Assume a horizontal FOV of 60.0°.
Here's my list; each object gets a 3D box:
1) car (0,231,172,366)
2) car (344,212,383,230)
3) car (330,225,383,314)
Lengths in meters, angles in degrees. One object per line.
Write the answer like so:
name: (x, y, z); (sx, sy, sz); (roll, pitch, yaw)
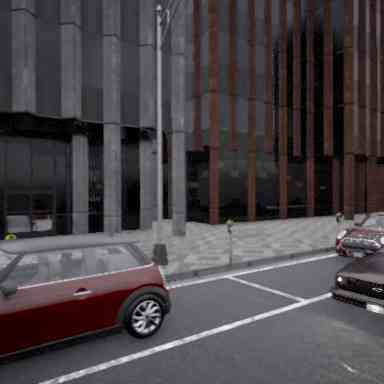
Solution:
car: (-2.416, 1.439, 4.928); (4.097, 1.590, 1.967); (0, 0, -35)
car: (6.764, 1.423, 11.473); (4.097, 1.590, 1.967); (0, 0, -35)
car: (5.210, 1.536, 7.025); (5.357, 1.411, 2.033); (0, 0, -35)
